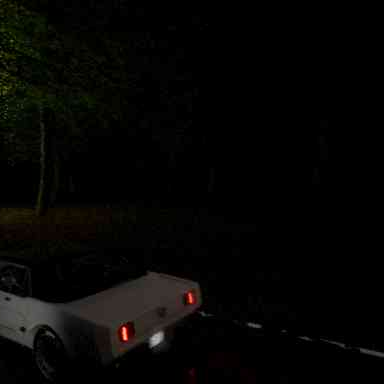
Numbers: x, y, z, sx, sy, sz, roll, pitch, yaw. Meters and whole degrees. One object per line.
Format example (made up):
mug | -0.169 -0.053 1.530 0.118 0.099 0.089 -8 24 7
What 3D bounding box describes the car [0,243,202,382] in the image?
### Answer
car | -2.306 1.517 5.281 4.718 1.301 1.895 0 1 32
